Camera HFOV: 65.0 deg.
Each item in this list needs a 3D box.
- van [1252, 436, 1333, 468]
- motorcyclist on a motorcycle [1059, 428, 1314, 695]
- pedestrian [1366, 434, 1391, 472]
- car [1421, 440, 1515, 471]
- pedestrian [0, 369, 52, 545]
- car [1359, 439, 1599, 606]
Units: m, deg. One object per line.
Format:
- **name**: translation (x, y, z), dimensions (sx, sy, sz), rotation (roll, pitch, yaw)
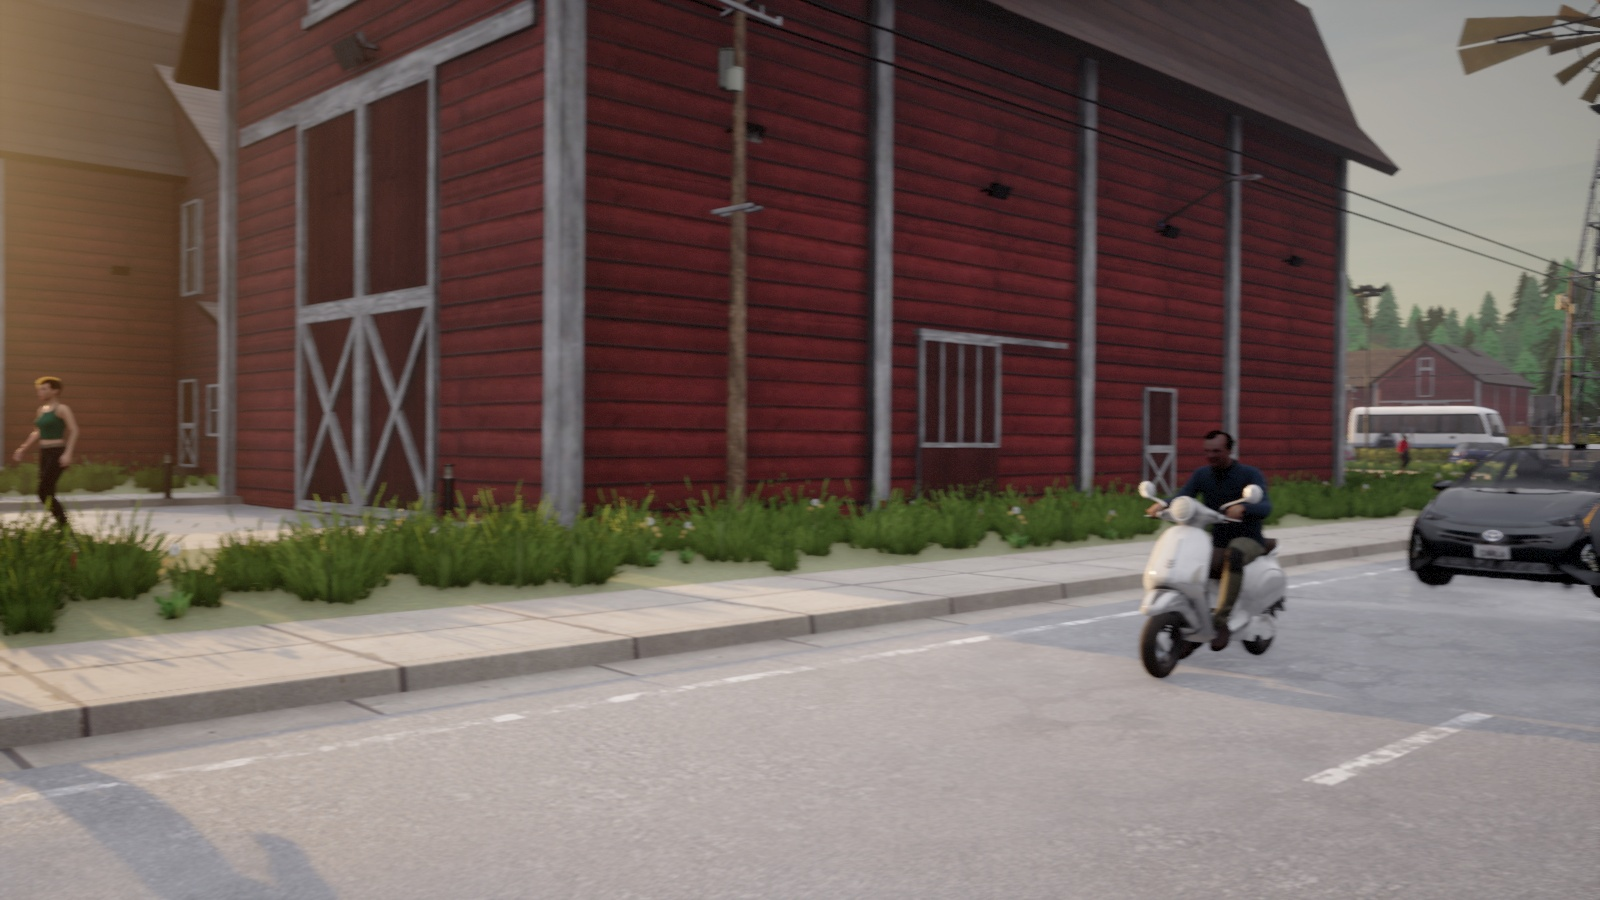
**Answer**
- **van**: translation (31.280, 0.106, 79.806), dimensions (4.442, 1.987, 1.775), rotation (1, 1, 44)
- **motorcyclist on a motorcycle**: translation (2.629, 0.661, 8.435), dimensions (1.817, 1.590, 0.866), rotation (0, 1, -45)
- **pedestrian**: translation (28.268, 0.141, 61.351), dimensions (0.634, 1.844, 0.899), rotation (0, 1, -25)
- **car**: translation (40.424, 0.329, 76.121), dimensions (4.553, 1.767, 2.097), rotation (1, 0, 4)
- **pedestrian**: translation (-8.410, 0.070, 13.437), dimensions (0.345, 1.836, 0.594), rotation (1, 1, 30)
- **car**: translation (8.101, 0.659, 13.851), dimensions (4.514, 1.525, 2.007), rotation (0, 1, -45)
